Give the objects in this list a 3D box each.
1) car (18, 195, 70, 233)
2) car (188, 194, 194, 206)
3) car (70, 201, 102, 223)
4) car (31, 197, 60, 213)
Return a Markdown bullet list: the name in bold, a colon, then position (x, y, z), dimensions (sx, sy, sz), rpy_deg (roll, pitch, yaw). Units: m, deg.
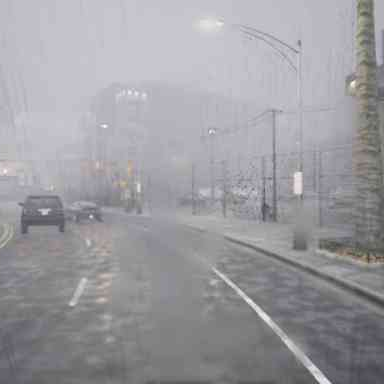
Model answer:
- **car**: position (-8.877, 1.177, 19.632), dimensions (2.150, 2.045, 5.566), rpy_deg (0, 0, -28)
- **car**: position (-0.056, 1.039, 46.076), dimensions (2.185, 1.767, 4.553), rpy_deg (0, 0, -35)
- **car**: position (-8.210, 1.432, 25.086), dimensions (1.837, 1.490, 4.892), rpy_deg (0, 1, -31)
- **car**: position (-16.709, 1.404, 37.736), dimensions (2.128, 1.511, 4.902), rpy_deg (0, 0, -35)
